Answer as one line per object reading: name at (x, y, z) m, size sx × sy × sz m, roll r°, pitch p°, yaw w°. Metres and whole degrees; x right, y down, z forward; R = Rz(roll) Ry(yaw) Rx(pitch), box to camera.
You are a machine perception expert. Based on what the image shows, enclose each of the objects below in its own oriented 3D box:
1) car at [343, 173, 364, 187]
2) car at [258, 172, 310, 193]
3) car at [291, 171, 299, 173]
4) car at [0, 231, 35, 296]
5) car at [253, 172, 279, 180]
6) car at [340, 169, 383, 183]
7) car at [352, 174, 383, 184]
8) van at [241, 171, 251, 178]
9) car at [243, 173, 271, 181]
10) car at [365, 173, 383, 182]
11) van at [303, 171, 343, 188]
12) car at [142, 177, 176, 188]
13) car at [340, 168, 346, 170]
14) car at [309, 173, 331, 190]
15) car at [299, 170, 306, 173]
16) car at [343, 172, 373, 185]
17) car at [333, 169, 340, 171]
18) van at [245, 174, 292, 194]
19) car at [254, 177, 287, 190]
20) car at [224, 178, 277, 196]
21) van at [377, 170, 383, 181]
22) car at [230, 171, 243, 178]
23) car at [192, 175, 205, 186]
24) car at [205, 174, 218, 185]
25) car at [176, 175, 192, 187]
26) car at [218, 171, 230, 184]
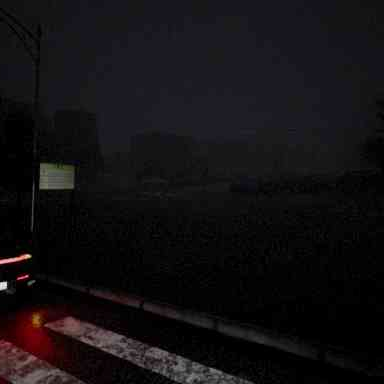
car at (23.290, -1.702, 51.331) m, size 4.892 × 1.521 × 2.231 m, roll 4°, pitch 7°, yaw 31°
car at (11.459, -1.024, 42.083) m, size 5.566 × 2.045 × 2.435 m, roll 4°, pitch 7°, yaw 32°
car at (19.476, -3.576, 71.012) m, size 4.892 × 1.521 × 2.231 m, roll 2°, pitch 6°, yaw 30°
car at (-5.421, 1.456, 7.381) m, size 4.902 × 1.511 × 2.128 m, roll 1°, pitch 0°, yaw 36°
car at (14.981, -3.175, 67.270) m, size 4.792 × 1.488 × 2.163 m, roll 2°, pitch 5°, yaw 30°
car at (28.014, -2.329, 55.044) m, size 5.566 × 2.045 × 2.435 m, roll 4°, pitch 7°, yaw 31°
car at (30.329, -2.269, 56.973) m, size 4.892 × 1.521 × 2.231 m, roll 4°, pitch 7°, yaw 31°
van at (8.085, -2.873, 61.709) m, size 4.442 × 1.987 × 1.878 m, roll 2°, pitch 6°, yaw 30°
car at (12.694, -3.019, 65.420) m, size 5.008 × 1.535 × 2.097 m, roll 2°, pitch 5°, yaw 30°
car at (34.805, -2.664, 60.852) m, size 5.366 × 1.575 × 1.946 m, roll 4°, pitch 7°, yaw 30°
van at (18.673, -1.548, 47.547) m, size 4.442 × 1.987 × 1.878 m, roll 4°, pitch 7°, yaw 32°
car at (-5.363, -1.476, 50.354) m, size 4.674 × 1.452 × 2.002 m, roll 2°, pitch 5°, yaw 30°
car at (35.319, -4.814, 84.025) m, size 5.008 × 1.535 × 2.097 m, roll 2°, pitch 5°, yaw 31°
car at (16.184, -1.271, 45.787) m, size 4.553 × 1.767 × 2.185 m, roll 4°, pitch 7°, yaw 32°
car at (21.736, -3.762, 72.871) m, size 4.892 × 1.521 × 2.231 m, roll 2°, pitch 6°, yaw 30°
car at (25.661, -1.861, 53.196) m, size 4.792 × 1.488 × 2.163 m, roll 4°, pitch 7°, yaw 31°
car at (33.060, -4.654, 82.163) m, size 5.008 × 1.535 × 2.097 m, roll 2°, pitch 6°, yaw 31°
van at (9.226, -0.805, 40.175) m, size 4.442 × 1.987 × 1.878 m, roll 4°, pitch 7°, yaw 32°
car at (11.080, -1.250, 47.383) m, size 1.812 × 1.442 × 4.674 m, roll -4°, pitch 6°, yaw -33°
car at (6.762, -0.403, 38.421) m, size 5.008 × 1.535 × 2.097 m, roll 4°, pitch 7°, yaw 32°
van at (37.379, -3.058, 62.578) m, size 4.442 × 1.987 × 1.878 m, roll 4°, pitch 7°, yaw 30°
car at (5.929, -2.458, 59.796) m, size 5.008 × 1.535 × 2.097 m, roll 2°, pitch 5°, yaw 30°
car at (-0.824, -2.016, 54.100) m, size 4.553 × 1.767 × 2.185 m, roll 2°, pitch 6°, yaw 30°
car at (1.386, -2.052, 56.032) m, size 4.792 × 1.488 × 2.163 m, roll 2°, pitch 6°, yaw 30°
car at (-3.078, -1.674, 52.230) m, size 4.792 × 1.488 × 2.163 m, roll 2°, pitch 5°, yaw 30°
car at (3.695, -2.393, 57.875) m, size 4.553 × 1.767 × 2.185 m, roll 2°, pitch 6°, yaw 30°
